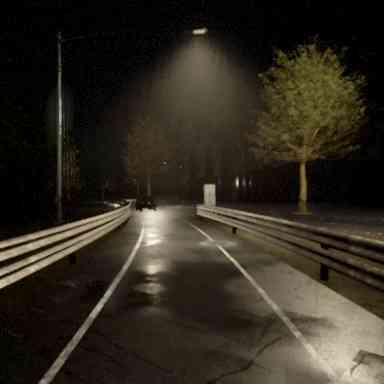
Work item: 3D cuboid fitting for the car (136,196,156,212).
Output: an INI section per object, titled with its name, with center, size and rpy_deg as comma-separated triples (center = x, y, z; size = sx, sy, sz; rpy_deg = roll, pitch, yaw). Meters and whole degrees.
[car]
center = -6.259, 1.568, 45.230
size = 2.150, 2.045, 5.566
rpy_deg = 0, 0, -16
